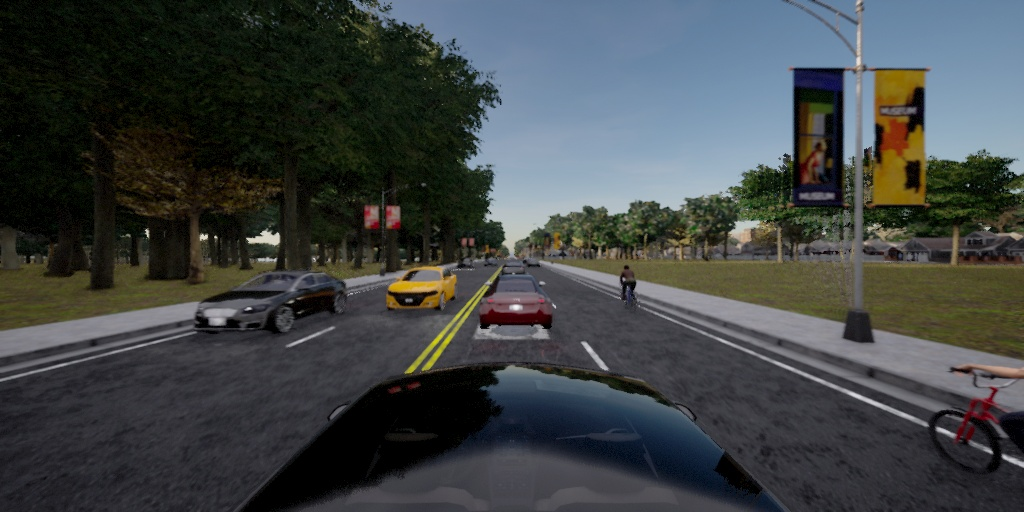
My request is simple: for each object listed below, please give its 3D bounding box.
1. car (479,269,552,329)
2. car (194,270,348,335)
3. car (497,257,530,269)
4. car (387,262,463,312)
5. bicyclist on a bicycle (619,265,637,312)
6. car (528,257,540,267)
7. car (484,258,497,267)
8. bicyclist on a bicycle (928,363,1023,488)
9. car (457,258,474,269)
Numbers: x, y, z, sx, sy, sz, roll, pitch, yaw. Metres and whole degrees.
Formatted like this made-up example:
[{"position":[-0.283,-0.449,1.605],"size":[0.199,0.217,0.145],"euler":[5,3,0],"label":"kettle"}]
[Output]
[{"position":[0.103,1.266,11.094],"size":[1.994,1.385,4.181],"euler":[0,0,0],"label":"car"},{"position":[-6.597,1.196,10.481],"size":[2.128,1.511,4.902],"euler":[0,0,0],"label":"car"},{"position":[0.109,1.110,29.018],"size":[2.128,1.511,4.902],"euler":[0,0,0],"label":"car"},{"position":[-3.347,1.164,14.155],"size":[1.882,1.535,5.008],"euler":[0,0,0],"label":"car"},{"position":[4.146,1.147,12.834],"size":[0.582,1.620,1.656],"euler":[0,0,0],"label":"bicyclist on a bicycle"},{"position":[3.368,1.070,57.720],"size":[1.994,1.385,4.181],"euler":[0,0,0],"label":"car"},{"position":[-3.295,1.075,56.159],"size":[1.994,1.385,4.181],"euler":[0,0,0],"label":"car"},{"position":[4.166,1.181,2.836],"size":[0.866,1.612,1.509],"euler":[0,0,0],"label":"bicyclist on a bicycle"},{"position":[-6.562,1.034,50.902],"size":[1.837,1.490,4.892],"euler":[0,1,0],"label":"car"}]
